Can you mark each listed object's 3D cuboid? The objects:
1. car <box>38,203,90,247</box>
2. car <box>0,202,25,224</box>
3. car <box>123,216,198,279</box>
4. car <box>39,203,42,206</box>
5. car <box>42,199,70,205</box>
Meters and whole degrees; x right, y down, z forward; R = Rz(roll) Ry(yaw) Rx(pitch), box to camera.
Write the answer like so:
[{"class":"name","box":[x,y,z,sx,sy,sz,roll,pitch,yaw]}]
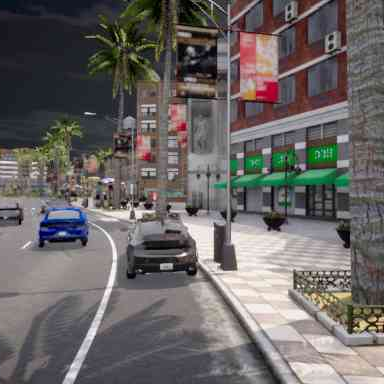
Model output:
[{"class":"car","box":[-5.777,1.474,15.285,1.882,1.535,5.008,0,0,-17]},{"class":"car","box":[-13.309,1.482,24.183,2.128,1.511,4.902,0,0,-26]},{"class":"car","box":[-1.080,1.504,10.195,1.837,1.490,4.892,0,0,-11]},{"class":"car","box":[-14.722,1.493,34.632,1.837,1.490,4.892,0,0,-27]},{"class":"car","box":[-10.460,1.345,26.224,2.097,1.767,4.553,0,0,-24]}]
